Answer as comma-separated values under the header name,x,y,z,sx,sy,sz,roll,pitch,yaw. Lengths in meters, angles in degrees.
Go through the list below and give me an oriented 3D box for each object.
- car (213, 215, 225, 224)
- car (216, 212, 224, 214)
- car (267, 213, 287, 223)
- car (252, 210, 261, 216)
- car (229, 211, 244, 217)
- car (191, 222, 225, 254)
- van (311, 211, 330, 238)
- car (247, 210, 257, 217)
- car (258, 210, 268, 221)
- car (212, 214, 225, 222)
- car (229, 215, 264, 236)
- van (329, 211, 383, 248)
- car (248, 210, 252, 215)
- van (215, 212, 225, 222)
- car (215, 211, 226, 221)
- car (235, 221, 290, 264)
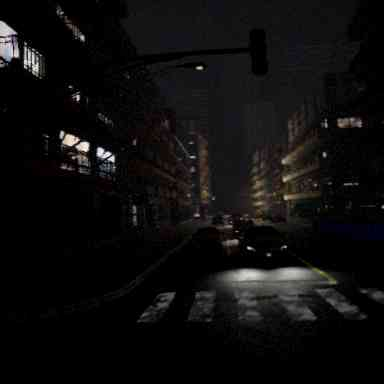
name,x,y,z,sx,sy,sz,roll,pitch,yaw
car,4.770,4.709,57.928,2.008,1.369,4.403,-4,-3,5
car,4.214,4.302,52.367,1.967,1.590,4.097,-4,-3,5
car,11.968,3.706,45.968,1.802,1.307,4.206,-4,-3,5
car,14.149,4.630,68.252,2.192,1.841,5.009,-4,-3,5
car,6.516,3.892,48.734,2.097,1.767,4.553,-3,-3,6
car,0.927,2.658,18.955,1.802,1.307,4.206,-4,-3,5
van,9.756,2.276,23.713,1.690,1.788,3.998,-4,-3,5
car,16.347,5.822,90.521,2.192,1.841,5.009,-4,-3,5
car,13.080,4.253,57.274,1.752,1.417,4.829,-4,-3,5
car,3.673,4.145,46.792,1.802,1.307,4.206,-4,-3,5
car,4.310,2.939,27.171,2.033,1.411,5.357,-3,-3,5
van,9.206,1.978,18.146,1.690,1.788,3.998,-4,-3,5
car,15.248,5.226,79.386,2.192,1.841,5.009,-4,-3,5
van,5.307,4.798,63.507,1.690,1.788,3.998,-4,-3,5
car,6.381,5.369,74.645,2.192,1.841,5.009,-4,-3,5
car,3.141,2.278,15.186,1.812,1.442,4.674,-3,-3,4
